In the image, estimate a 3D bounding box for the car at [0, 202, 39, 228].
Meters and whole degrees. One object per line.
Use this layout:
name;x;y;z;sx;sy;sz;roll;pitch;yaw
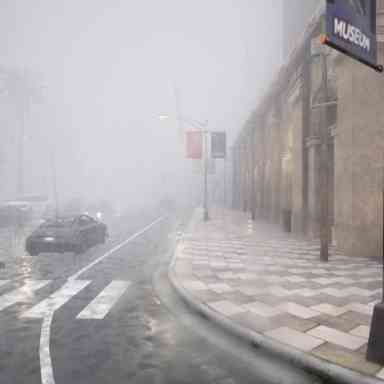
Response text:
car;-11.705;1.547;20.044;2.033;1.411;5.357;0;0;1

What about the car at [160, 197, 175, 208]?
car;-3.578;1.503;49.082;2.128;1.511;4.902;0;0;2

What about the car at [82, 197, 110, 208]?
car;-11.033;1.526;39.350;1.812;1.442;4.674;0;0;2

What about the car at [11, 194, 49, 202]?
car;-14.885;1.221;30.332;2.150;2.045;5.566;0;0;2

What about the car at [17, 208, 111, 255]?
car;-4.784;1.569;13.287;1.994;1.385;4.181;0;0;2

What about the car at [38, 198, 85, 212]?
car;-11.409;1.526;29.468;1.812;1.442;4.674;0;0;2
